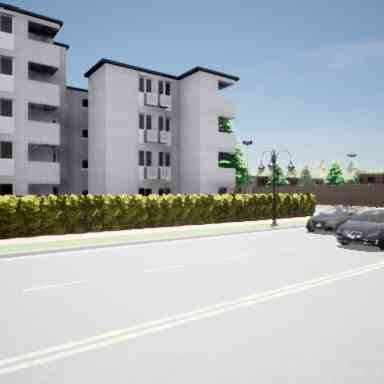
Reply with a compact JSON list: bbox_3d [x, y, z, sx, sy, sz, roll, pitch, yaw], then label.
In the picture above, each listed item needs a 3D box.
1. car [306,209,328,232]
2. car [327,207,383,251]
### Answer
[{"bbox_3d":[8.235,1.564,18.530,4.181,1.385,1.994,0,0,-35],"label":"car"},{"bbox_3d":[8.083,1.506,14.124,4.892,1.490,1.837,1,0,-36],"label":"car"}]
